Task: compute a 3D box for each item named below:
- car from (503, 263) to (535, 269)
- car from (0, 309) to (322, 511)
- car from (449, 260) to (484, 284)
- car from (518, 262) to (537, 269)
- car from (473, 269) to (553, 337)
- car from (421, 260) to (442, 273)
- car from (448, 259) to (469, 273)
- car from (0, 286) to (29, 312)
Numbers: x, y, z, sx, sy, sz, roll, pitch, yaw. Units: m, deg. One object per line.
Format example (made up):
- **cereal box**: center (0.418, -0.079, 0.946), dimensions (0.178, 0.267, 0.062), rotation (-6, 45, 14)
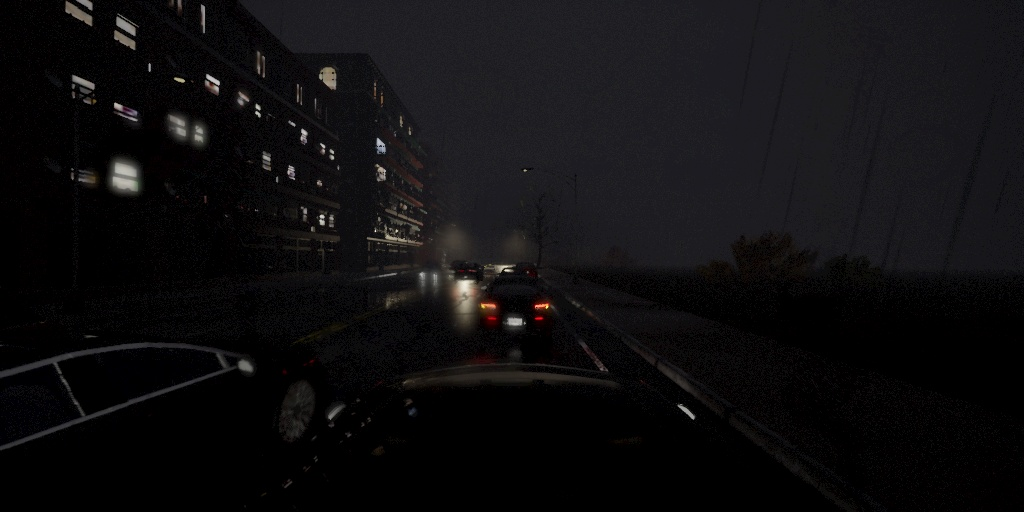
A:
- **car**: center (0.059, 1.316, 20.301), dimensions (1.994, 1.385, 4.181), rotation (0, 0, 0)
- **car**: center (-3.153, 1.240, 2.305), dimensions (2.128, 1.511, 4.902), rotation (0, 0, 0)
- **car**: center (-3.208, 1.245, 27.286), dimensions (2.128, 1.511, 4.902), rotation (0, 0, 0)
- **car**: center (1.074, 1.231, 29.829), dimensions (1.882, 1.535, 5.008), rotation (0, 0, 0)
- **car**: center (0.072, 1.277, 10.134), dimensions (1.812, 1.442, 4.674), rotation (0, 0, 0)
- **car**: center (-9.946, 1.277, 44.654), dimensions (1.812, 1.442, 4.674), rotation (0, 0, 0)
- **car**: center (-6.698, 1.229, 45.508), dimensions (1.882, 1.535, 5.008), rotation (0, 0, 0)
- **car**: center (-6.604, 1.102, 2.651), dimensions (2.097, 1.767, 4.553), rotation (0, 0, 0)
